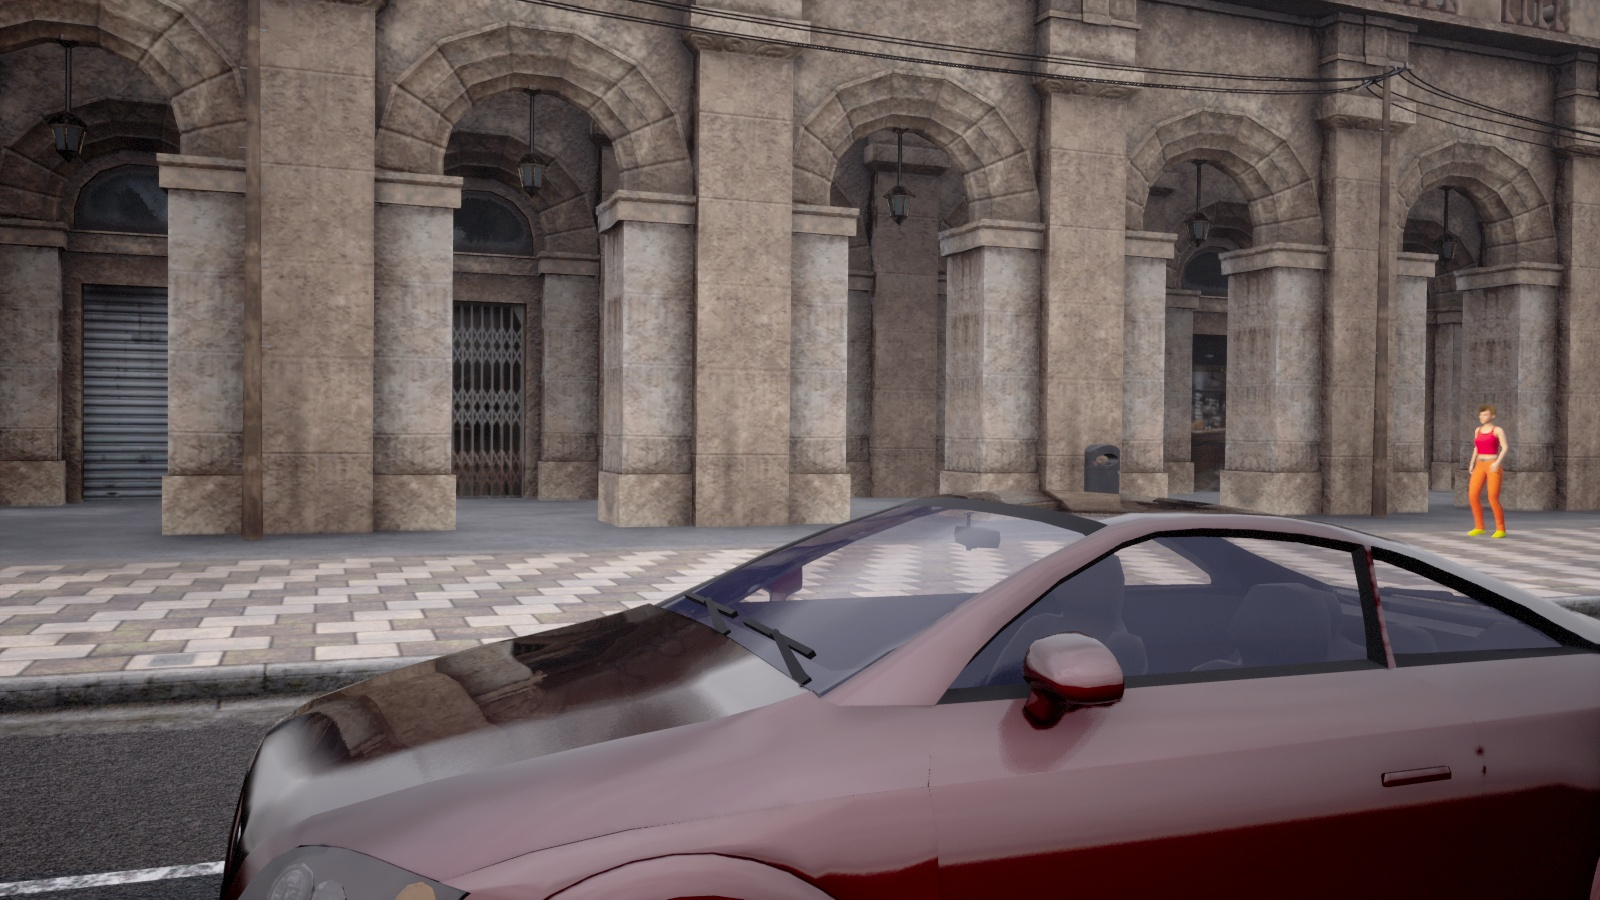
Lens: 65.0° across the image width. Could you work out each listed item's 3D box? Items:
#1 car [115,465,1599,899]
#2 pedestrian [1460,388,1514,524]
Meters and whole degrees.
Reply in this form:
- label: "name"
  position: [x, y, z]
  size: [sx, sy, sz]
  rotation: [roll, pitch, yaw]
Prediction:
- label: "car"
  position: [0.623, 0.799, 3.482]
  size: [4.181, 1.385, 1.994]
  rotation: [-1, 1, -21]
- label: "pedestrian"
  position: [9.400, 0.074, 17.173]
  size: [0.594, 1.836, 0.345]
  rotation: [-1, 1, -21]
